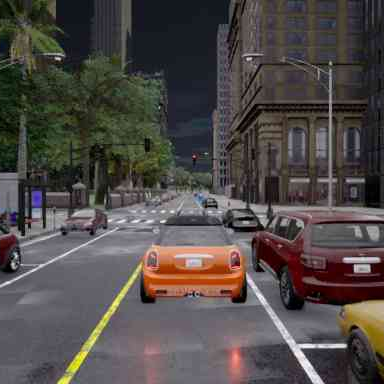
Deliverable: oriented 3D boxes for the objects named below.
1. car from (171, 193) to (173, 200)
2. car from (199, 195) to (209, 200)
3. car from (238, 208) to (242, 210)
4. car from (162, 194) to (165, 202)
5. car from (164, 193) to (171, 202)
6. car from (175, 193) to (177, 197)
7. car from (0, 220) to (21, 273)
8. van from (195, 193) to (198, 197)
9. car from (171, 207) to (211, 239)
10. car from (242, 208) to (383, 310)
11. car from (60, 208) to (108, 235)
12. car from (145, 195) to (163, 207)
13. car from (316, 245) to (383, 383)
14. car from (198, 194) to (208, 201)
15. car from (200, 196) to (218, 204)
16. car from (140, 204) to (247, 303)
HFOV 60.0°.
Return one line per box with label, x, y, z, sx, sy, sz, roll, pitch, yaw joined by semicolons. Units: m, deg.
car;-6.167;1.260;77.520;2.192;1.841;5.009;0;0;0
car;2.501;1.541;50.443;1.947;1.339;4.313;0;0;0
car;2.668;1.561;18.587;1.947;1.339;4.313;0;0;0
car;-6.053;1.411;55.838;1.967;1.590;4.097;0;0;0
car;-6.138;1.393;72.099;1.967;1.590;4.097;0;0;0
car;-6.252;1.234;93.780;2.192;1.841;5.009;0;0;0
car;-5.801;1.439;7.707;1.967;1.590;4.097;0;0;0
van;2.330;1.278;82.965;1.690;1.788;3.998;0;0;0
car;-0.030;1.596;18.177;1.895;1.301;4.718;0;0;0
car;2.724;1.314;7.736;2.192;1.841;5.009;0;0;0
car;-5.857;1.577;18.560;1.802;1.307;4.206;0;0;0
car;-6.024;1.526;50.418;2.008;1.369;4.403;0;0;0
car;2.753;1.525;2.481;1.752;1.417;4.829;0;0;0
car;2.472;1.496;56.034;1.752;1.417;4.829;0;0;0
car;2.530;1.545;45.023;1.947;1.339;4.313;0;0;0
car;0.033;1.351;8.358;2.097;1.767;4.553;0;0;0
